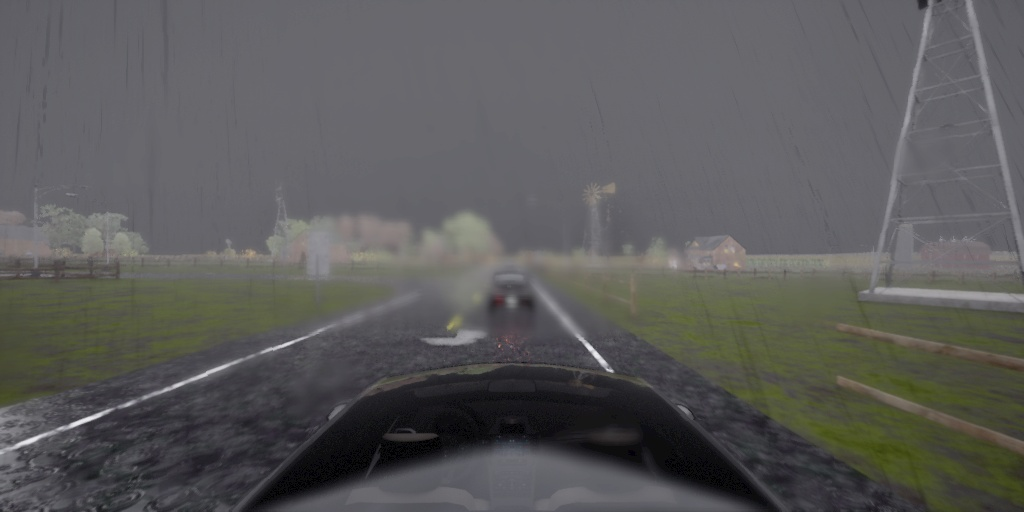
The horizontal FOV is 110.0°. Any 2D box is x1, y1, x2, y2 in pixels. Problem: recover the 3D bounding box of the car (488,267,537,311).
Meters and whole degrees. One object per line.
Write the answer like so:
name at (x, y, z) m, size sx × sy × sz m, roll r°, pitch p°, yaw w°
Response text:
car at (0.015, 1.393, 15.338) m, size 1.837 × 1.490 × 4.892 m, roll 0°, pitch 0°, yaw 0°
